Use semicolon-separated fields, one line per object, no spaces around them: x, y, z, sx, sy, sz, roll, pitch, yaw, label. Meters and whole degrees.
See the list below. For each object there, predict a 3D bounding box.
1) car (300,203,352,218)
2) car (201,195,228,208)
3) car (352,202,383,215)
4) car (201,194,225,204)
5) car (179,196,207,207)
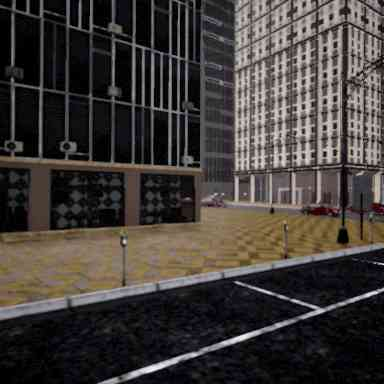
11.917;1.653;30.526;1.802;1.307;4.206;1;0;-32;car
3.008;1.474;44.474;1.802;1.307;4.206;1;0;-33;car
18.530;1.705;35.225;1.802;1.307;4.206;1;0;-32;car
3.615;1.269;58.312;1.967;1.590;4.097;1;0;-35;car
0.055;1.359;48.968;1.752;1.417;4.829;1;0;-33;car
